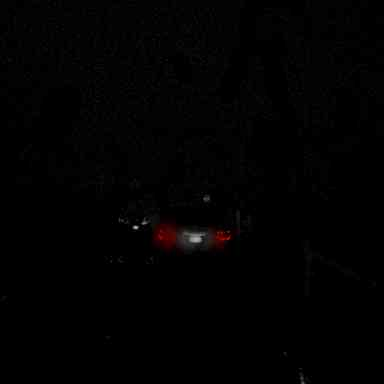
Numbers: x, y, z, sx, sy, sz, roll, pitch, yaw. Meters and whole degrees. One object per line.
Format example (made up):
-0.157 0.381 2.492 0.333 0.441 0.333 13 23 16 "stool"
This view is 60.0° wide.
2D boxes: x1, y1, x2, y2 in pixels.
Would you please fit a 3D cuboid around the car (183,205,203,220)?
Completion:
0.083 2.020 33.224 1.895 1.301 4.718 0 -1 0 "car"

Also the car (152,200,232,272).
0.073 1.369 11.495 2.150 2.045 5.566 0 0 0 "car"

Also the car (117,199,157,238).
-2.858 1.470 19.641 2.150 2.045 5.566 0 -1 0 "car"
